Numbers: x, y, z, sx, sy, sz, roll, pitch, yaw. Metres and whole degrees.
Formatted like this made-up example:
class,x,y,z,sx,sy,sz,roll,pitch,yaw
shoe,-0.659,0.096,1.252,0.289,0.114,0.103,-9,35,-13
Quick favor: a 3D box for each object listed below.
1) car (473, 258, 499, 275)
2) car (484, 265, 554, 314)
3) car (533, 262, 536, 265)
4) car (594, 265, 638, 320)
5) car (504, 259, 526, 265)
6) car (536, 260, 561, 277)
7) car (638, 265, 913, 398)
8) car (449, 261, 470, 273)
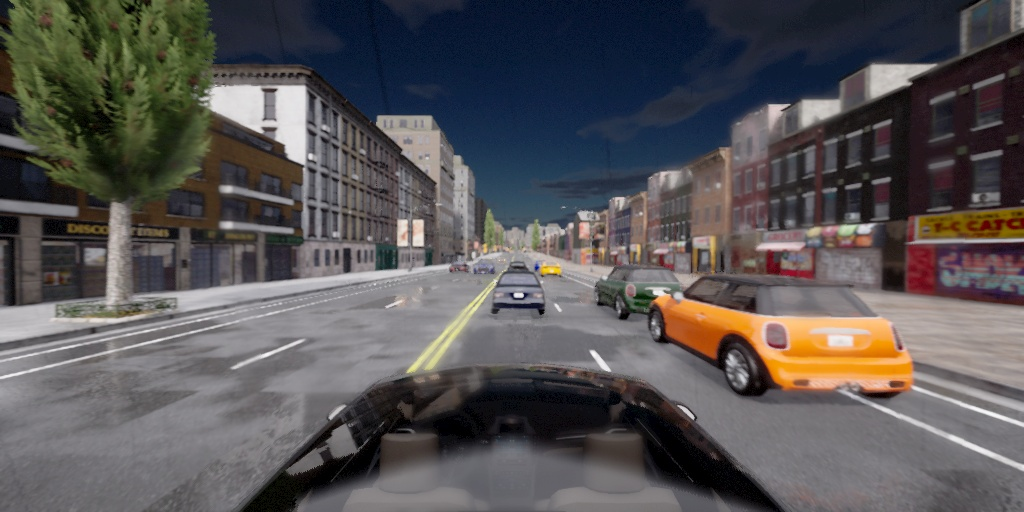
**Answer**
class,x,y,z,sx,sy,sz,roll,pitch,yaw
car,-2.878,1.080,38.295,2.097,1.767,4.553,0,0,1
car,0.237,1.264,13.677,2.033,1.411,5.357,0,0,1
car,3.845,1.296,47.178,1.882,1.535,5.008,0,0,1
car,4.350,1.095,12.756,2.097,1.767,4.553,0,0,1
car,0.482,1.233,32.054,1.837,1.490,4.892,0,0,1
car,3.726,1.238,35.510,1.882,1.535,5.008,0,0,1
car,4.270,1.109,6.755,2.097,1.767,4.553,0,0,1
car,-6.078,1.288,41.778,1.994,1.385,4.181,0,0,1
